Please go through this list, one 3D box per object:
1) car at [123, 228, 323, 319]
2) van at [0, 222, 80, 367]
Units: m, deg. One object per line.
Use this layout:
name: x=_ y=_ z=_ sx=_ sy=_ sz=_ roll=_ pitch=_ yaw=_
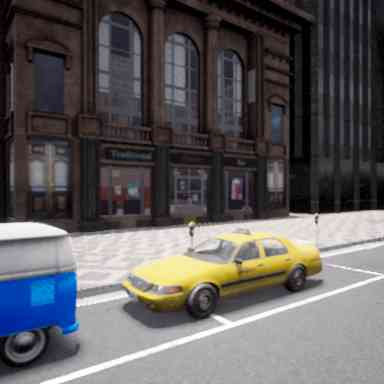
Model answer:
car: x=0.922 y=1.507 z=7.314 sx=4.829 sy=1.417 sz=1.752 roll=0 pitch=0 yaw=-36
van: x=-3.492 y=1.347 z=4.147 sx=3.998 sy=1.788 sz=1.690 roll=0 pitch=0 yaw=-36
